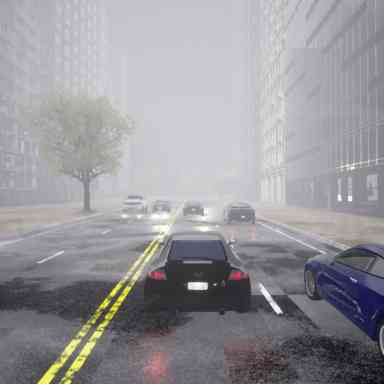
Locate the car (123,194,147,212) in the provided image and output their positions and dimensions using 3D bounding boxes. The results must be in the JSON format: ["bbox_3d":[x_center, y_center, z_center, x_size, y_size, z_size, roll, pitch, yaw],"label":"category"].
[{"bbox_3d":[-6.450,1.223,38.388,2.150,2.045,5.566,0,0,0],"label":"car"}]

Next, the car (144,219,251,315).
[{"bbox_3d":[0.107,1.566,7.658,1.994,1.385,4.181,0,0,0],"label":"car"}]

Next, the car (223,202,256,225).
[{"bbox_3d":[3.382,1.486,24.454,1.882,1.535,5.008,0,0,0],"label":"car"}]

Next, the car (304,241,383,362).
[{"bbox_3d":[3.355,1.527,5.394,1.812,1.442,4.674,0,0,0],"label":"car"}]

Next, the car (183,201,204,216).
[{"bbox_3d":[0.144,1.575,32.260,1.994,1.385,4.181,0,0,0],"label":"car"}]

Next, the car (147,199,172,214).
[{"bbox_3d":[-3.229,1.505,36.239,2.128,1.511,4.902,0,0,1],"label":"car"}]
